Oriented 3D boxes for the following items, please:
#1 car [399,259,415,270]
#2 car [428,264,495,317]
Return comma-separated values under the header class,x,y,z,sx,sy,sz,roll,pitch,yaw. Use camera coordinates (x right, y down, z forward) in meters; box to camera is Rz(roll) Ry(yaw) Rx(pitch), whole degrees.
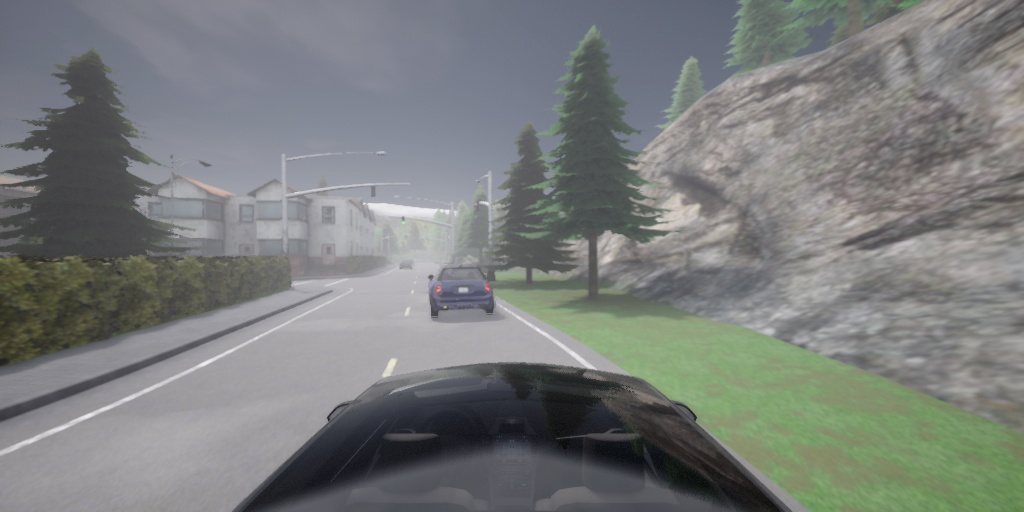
class,x,y,z,sx,sy,sz,roll,pitch,yaw
car,-15.869,1.334,53.894,2.033,1.411,5.357,-1,0,-13
car,-2.029,1.093,13.440,2.097,1.767,4.553,-1,0,-13
